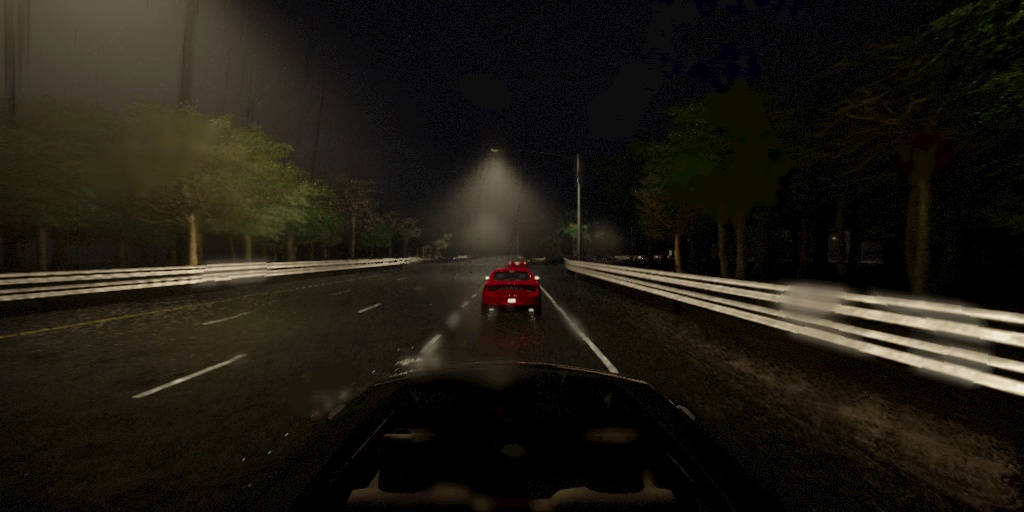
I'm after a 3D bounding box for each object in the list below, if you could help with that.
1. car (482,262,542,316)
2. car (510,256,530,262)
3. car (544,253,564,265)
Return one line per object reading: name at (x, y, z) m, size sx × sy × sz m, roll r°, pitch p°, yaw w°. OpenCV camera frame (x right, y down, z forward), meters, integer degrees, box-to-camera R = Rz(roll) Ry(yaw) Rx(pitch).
car at (-0.006, 1.164, 13.077) m, size 1.882 × 1.535 × 5.008 m, roll 0°, pitch 0°, yaw 0°
car at (0.866, 0.833, 39.423) m, size 2.097 × 1.767 × 4.553 m, roll 0°, pitch 0°, yaw 8°
car at (7.379, 0.538, 62.503) m, size 2.150 × 2.045 × 5.566 m, roll 0°, pitch 0°, yaw 24°
